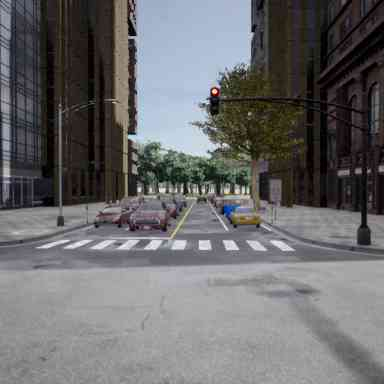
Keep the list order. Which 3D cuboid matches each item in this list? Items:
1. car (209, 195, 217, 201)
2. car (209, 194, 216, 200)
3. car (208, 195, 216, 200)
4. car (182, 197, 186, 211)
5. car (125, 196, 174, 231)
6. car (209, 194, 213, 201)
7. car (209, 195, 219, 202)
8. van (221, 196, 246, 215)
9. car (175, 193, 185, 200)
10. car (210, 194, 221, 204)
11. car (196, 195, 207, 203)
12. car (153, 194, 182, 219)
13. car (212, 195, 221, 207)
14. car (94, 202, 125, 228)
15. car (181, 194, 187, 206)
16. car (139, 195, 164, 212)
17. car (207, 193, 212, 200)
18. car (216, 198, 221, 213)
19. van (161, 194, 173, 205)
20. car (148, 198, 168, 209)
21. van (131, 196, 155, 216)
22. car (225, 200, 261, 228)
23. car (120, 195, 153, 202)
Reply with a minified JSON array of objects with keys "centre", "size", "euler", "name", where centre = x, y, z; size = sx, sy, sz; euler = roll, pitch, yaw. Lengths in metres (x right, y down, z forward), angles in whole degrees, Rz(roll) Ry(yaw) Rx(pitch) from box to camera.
[{"centre":[4.964,1.432,78.469],"size":[1.802,1.307,4.206],"euler":[0,0,2],"name":"car"},{"centre":[5.124,1.358,84.315],"size":[1.752,1.417,4.829],"euler":[0,0,2],"name":"car"},{"centre":[5.276,1.381,89.823],"size":[1.947,1.339,4.313],"euler":[0,0,2],"name":"car"},{"centre":[-2.003,1.557,38.056],"size":[1.895,1.301,4.718],"euler":[0,0,2],"name":"car"},{"centre":[-2.442,1.338,20.178],"size":[2.097,1.767,4.553],"euler":[0,0,0],"name":"car"},{"centre":[4.338,1.464,55.761],"size":[2.008,1.369,4.403],"euler":[-1,0,2],"name":"car"},{"centre":[4.807,1.417,72.791],"size":[2.008,1.369,4.403],"euler":[0,0,2],"name":"car"},{"centre":[3.554,1.317,27.375],"size":[1.690,1.788,3.998],"euler":[-1,0,2],"name":"van"},{"centre":[-3.248,1.130,90.053],"size":[2.192,1.841,5.009],"euler":[0,0,2],"name":"car"},{"centre":[4.182,1.473,50.084],"size":[1.887,1.381,4.507],"euler":[-1,0,2],"name":"car"},{"centre":[1.959,1.391,65.843],"size":[1.837,1.490,4.892],"euler":[0,0,2],"name":"car"},{"centre":[-2.255,1.325,28.988],"size":[2.097,1.767,4.553],"euler":[0,0,2],"name":"car"},{"centre":[4.030,1.467,44.577],"size":[1.752,1.417,4.829],"euler":[-1,0,2],"name":"car"},{"centre":[-5.122,1.566,21.923],"size":[1.802,1.307,4.206],"euler":[-1,0,2],"name":"car"},{"centre":[-1.678,1.438,48.634],"size":[1.837,1.490,4.892],"euler":[0,0,3],"name":"car"},{"centre":[-4.655,1.270,38.957],"size":[2.192,1.841,5.009],"euler":[-1,0,2],"name":"car"},{"centre":[4.493,1.213,61.437],"size":[2.192,1.841,5.009],"euler":[-1,0,2],"name":"car"},{"centre":[3.713,1.532,33.053],"size":[1.947,1.339,4.313],"euler":[-1,0,2],"name":"car"},{"centre":[-4.186,1.254,55.989],"size":[1.690,1.788,3.998],"euler":[0,0,2],"name":"van"},{"centre":[-4.497,1.492,44.635],"size":[2.008,1.369,4.403],"euler":[-1,0,2],"name":"car"},{"centre":[-4.812,1.307,33.279],"size":[1.690,1.788,3.998],"euler":[-1,0,2],"name":"van"},{"centre":[3.404,1.509,21.867],"size":[1.752,1.417,4.829],"euler":[-1,0,2],"name":"car"},{"centre":[-4.969,1.291,27.601],"size":[2.192,1.841,5.009],"euler":[-1,0,2],"name":"car"}]
